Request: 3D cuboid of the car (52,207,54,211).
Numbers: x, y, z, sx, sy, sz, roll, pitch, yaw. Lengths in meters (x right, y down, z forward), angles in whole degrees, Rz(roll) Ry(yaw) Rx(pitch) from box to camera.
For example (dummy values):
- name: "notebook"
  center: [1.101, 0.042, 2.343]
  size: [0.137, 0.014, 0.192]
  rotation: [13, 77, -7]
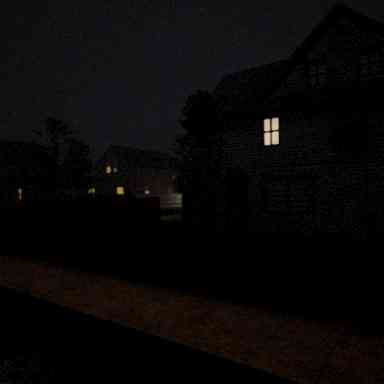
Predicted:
- name: "car"
  center: [-9.121, 1.338, 24.787]
  size: [1.895, 1.301, 4.718]
  rotation: [-1, 1, 36]
